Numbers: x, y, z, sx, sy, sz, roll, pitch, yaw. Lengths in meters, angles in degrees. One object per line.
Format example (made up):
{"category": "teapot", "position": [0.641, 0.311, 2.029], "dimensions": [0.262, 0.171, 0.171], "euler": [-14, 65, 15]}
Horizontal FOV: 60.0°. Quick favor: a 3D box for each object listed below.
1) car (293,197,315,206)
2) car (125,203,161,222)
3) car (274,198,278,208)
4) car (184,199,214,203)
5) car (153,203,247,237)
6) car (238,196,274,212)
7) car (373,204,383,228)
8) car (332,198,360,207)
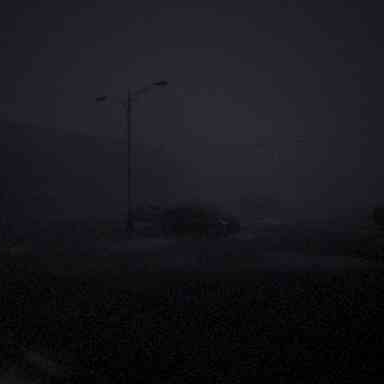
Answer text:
{"category": "car", "position": [19.795, 1.711, 58.864], "dimensions": [3.633, 1.501, 1.845], "euler": [-1, 0, 35]}
{"category": "car", "position": [-3.267, 1.559, 25.322], "dimensions": [3.806, 1.475, 1.970], "euler": [-1, 0, 35]}
{"category": "car", "position": [8.929, 1.433, 43.788], "dimensions": [4.605, 1.855, 1.932], "euler": [-1, 0, 35]}
{"category": "car", "position": [0.181, 1.483, 30.744], "dimensions": [5.027, 1.636, 2.152], "euler": [-1, 0, 35]}
{"category": "car", "position": [0.363, 1.570, 18.256], "dimensions": [4.514, 1.523, 2.007], "euler": [-1, 0, 35]}
{"category": "car", "position": [7.584, 1.408, 41.179], "dimensions": [3.866, 1.878, 1.905], "euler": [-1, 0, 35]}
{"category": "car", "position": [12.543, 1.294, 18.126], "dimensions": [4.605, 1.855, 1.932], "euler": [-1, 0, 35]}
{"category": "car", "position": [24.123, 1.664, 52.140], "dimensions": [3.806, 1.475, 1.970], "euler": [-1, 0, 35]}
